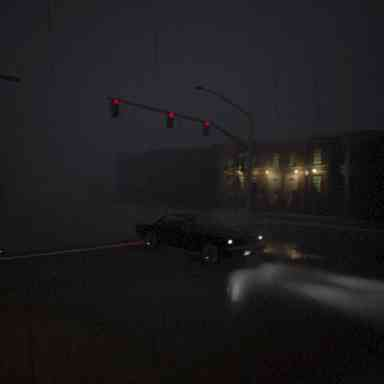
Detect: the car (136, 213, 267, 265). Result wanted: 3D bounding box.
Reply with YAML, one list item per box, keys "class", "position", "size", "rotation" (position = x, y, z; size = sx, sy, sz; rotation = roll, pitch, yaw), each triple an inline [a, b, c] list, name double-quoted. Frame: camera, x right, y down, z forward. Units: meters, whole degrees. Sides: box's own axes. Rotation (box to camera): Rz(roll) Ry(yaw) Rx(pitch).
- class: "car"
  position: [0.129, 1.430, 11.348]
  size: [1.895, 1.301, 4.718]
  rotation: [1, 1, -43]

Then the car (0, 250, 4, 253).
- class: "car"
  position: [-17.849, 5.455, 28.653]
  size: [1.895, 1.301, 4.718]
  rotation: [1, -13, -45]
